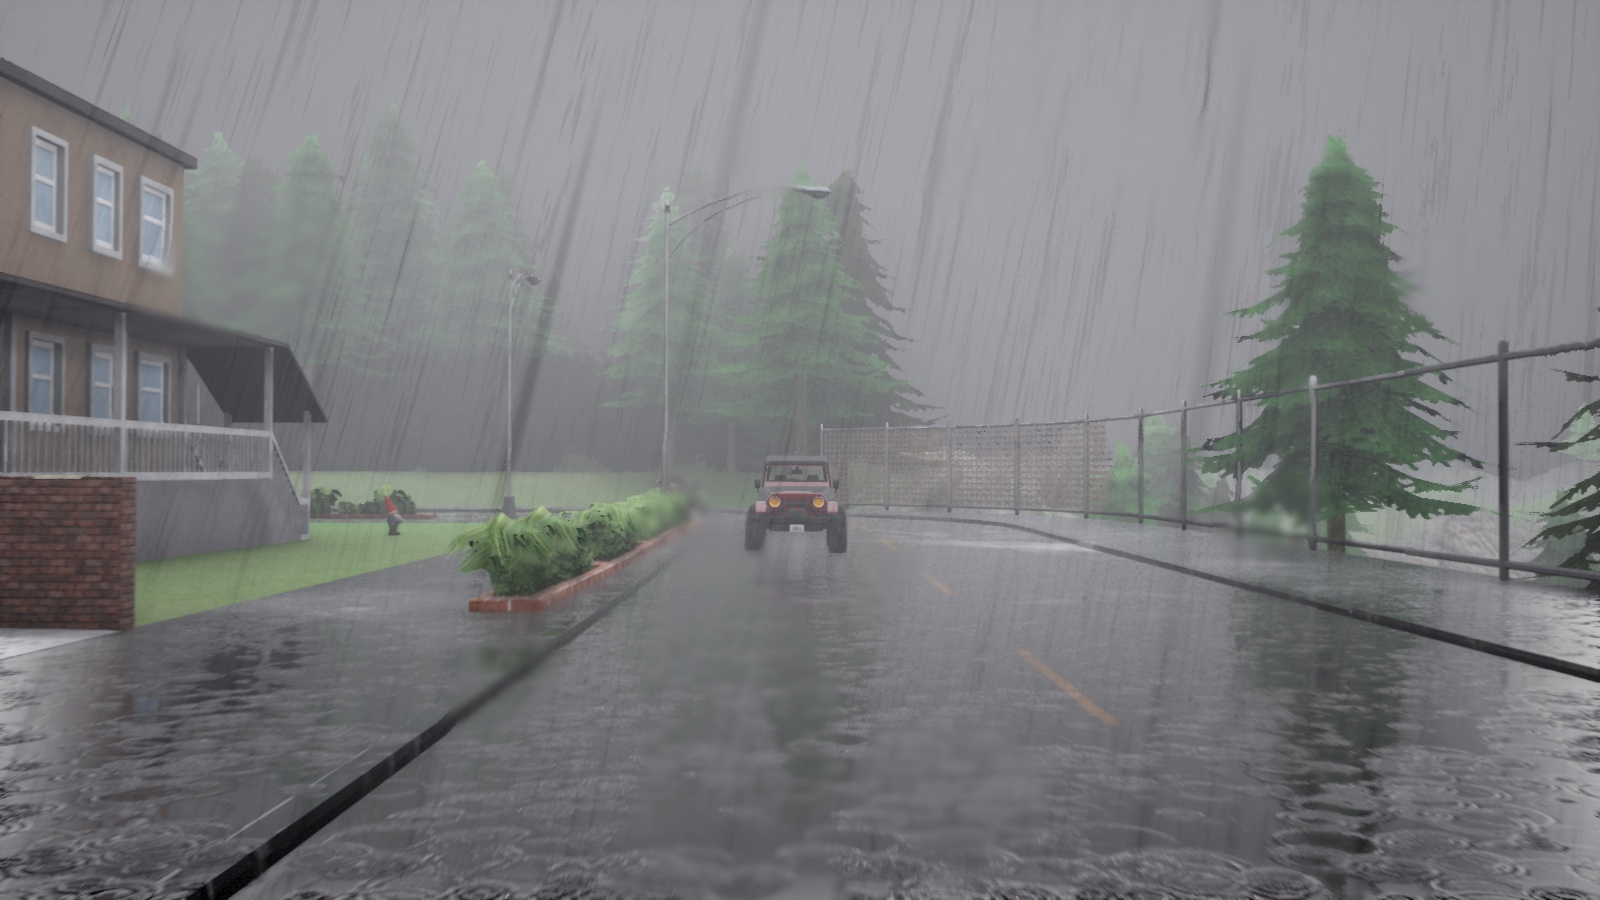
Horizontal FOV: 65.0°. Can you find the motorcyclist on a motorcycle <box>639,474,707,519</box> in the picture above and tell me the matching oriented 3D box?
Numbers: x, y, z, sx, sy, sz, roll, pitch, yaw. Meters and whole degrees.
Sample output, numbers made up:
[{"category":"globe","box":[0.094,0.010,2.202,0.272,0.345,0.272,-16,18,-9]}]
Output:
[{"category":"motorcyclist on a motorcycle","box":[-4.435,1.606,44.018,2.191,1.530,0.866,-1,0,17]}]

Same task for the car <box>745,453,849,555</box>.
[{"category":"car","box":[-0.056,1.031,25.102,1.905,1.878,3.866,0,-1,0]}]
